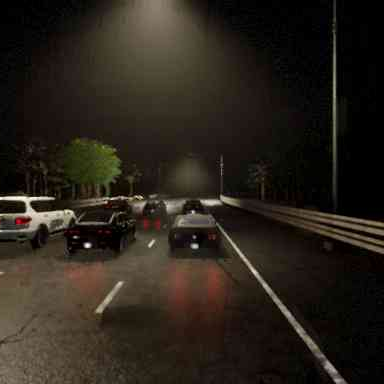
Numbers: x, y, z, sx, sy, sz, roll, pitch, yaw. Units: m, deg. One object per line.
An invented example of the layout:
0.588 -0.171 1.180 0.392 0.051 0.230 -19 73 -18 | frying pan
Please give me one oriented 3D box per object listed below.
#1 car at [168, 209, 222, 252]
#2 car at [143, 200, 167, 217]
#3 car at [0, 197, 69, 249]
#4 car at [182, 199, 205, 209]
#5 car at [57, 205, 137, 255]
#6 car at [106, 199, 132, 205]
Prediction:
0.098 1.581 13.730 1.895 1.301 4.718 0 0 0 | car
-3.400 1.447 31.155 2.128 1.511 4.902 0 0 0 | car
-6.901 1.205 14.487 2.150 2.045 5.566 0 0 0 | car
0.100 1.460 31.215 1.837 1.490 4.892 0 0 0 | car
-3.404 1.488 13.275 1.837 1.490 4.892 0 0 0 | car
-6.900 1.460 31.238 1.837 1.490 4.892 0 0 0 | car
